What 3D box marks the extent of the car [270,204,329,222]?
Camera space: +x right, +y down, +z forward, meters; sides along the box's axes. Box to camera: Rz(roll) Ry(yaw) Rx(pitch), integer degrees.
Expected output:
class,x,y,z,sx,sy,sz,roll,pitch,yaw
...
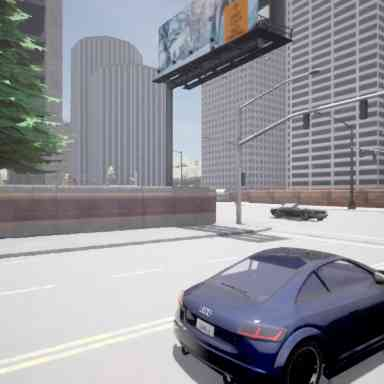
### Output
class,x,y,z,sx,sy,sz,roll,pitch,yaw
car,8.461,1.601,26.537,1.895,1.301,4.718,0,0,-27

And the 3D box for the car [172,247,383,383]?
class,x,y,z,sx,sy,sz,roll,pitch,yaw
car,1.796,1.564,5.074,4.181,1.385,1.994,0,0,-35
